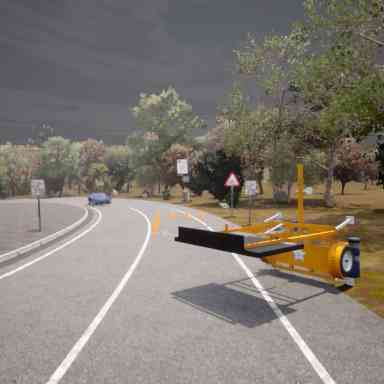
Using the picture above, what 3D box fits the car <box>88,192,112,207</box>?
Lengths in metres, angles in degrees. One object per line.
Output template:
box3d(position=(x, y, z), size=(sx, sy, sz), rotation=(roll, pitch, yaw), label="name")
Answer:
box3d(position=(-10.785, 0.825, 38.689), size=(1.882, 1.535, 5.008), rotation=(-3, 2, -28), label="car")

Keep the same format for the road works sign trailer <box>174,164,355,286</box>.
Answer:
box3d(position=(1.686, 0.774, 7.455), size=(3.560, 2.880, 2.380), rotation=(-1, 1, -39), label="road works sign trailer")

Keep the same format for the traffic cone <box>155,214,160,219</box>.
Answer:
box3d(position=(-2.014, 1.694, 18.533), size=(0.340, 0.580, 0.340), rotation=(-1, 2, -4), label="traffic cone")

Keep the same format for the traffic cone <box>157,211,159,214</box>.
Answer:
box3d(position=(-2.164, 1.636, 20.525), size=(0.340, 0.580, 0.340), rotation=(-1, 2, -4), label="traffic cone")

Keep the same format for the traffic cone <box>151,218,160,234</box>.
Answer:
box3d(position=(-1.865, 1.751, 16.539), size=(0.340, 0.580, 0.340), rotation=(-1, 2, -4), label="traffic cone")
